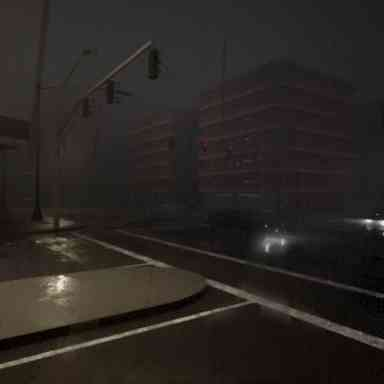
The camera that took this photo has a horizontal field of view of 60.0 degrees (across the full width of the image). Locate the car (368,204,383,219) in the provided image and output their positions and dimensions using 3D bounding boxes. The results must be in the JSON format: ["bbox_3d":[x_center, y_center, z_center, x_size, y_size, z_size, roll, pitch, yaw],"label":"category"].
[{"bbox_3d":[18.410,1.859,31.281,4.181,1.385,1.994,1,0,-35],"label":"car"}]

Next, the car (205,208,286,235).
[{"bbox_3d":[3.000,1.671,19.924,2.033,1.411,5.357,1,0,-35],"label":"car"}]
